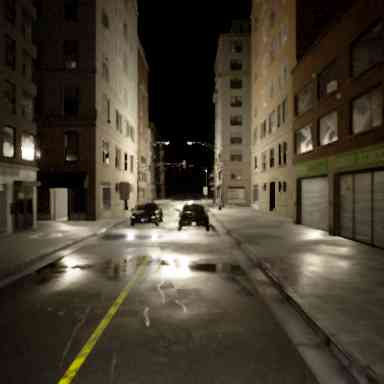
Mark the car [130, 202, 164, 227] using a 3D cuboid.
[{"bbox_3d":[-3.013,1.496,22.843,1.837,1.490,4.892,0,0,0],"label":"car"}]

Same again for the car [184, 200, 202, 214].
[{"bbox_3d":[0.071,1.581,36.038,1.895,1.301,4.718,0,0,-1],"label":"car"}]

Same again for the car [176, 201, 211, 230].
[{"bbox_3d":[0.096,1.494,20.744,1.837,1.490,4.892,0,0,0],"label":"car"}]
